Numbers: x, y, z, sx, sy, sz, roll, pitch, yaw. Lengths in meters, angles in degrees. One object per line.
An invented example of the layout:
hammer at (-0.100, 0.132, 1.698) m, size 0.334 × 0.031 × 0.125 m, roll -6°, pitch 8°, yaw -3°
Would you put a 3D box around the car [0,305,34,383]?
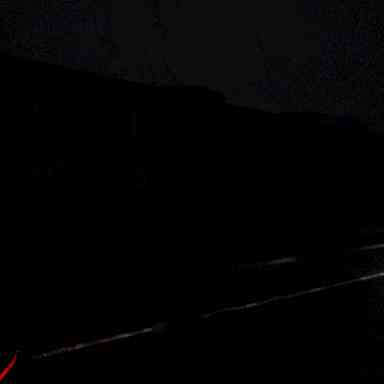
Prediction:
car at (-3.569, 1.496, 1.798) m, size 4.892 × 1.490 × 1.837 m, roll 0°, pitch 0°, yaw -31°
